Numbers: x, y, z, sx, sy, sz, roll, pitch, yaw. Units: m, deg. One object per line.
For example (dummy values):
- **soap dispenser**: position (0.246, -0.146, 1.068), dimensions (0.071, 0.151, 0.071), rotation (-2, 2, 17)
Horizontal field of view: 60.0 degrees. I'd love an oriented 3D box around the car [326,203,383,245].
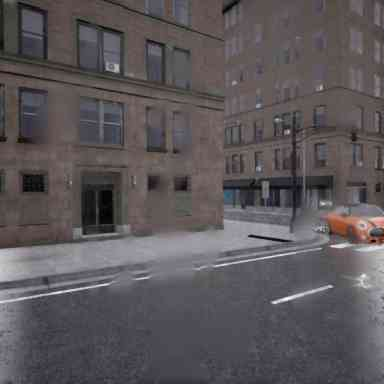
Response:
- **car**: position (7.866, 1.344, 15.364), dimensions (2.097, 1.767, 4.553), rotation (-1, 0, 4)
